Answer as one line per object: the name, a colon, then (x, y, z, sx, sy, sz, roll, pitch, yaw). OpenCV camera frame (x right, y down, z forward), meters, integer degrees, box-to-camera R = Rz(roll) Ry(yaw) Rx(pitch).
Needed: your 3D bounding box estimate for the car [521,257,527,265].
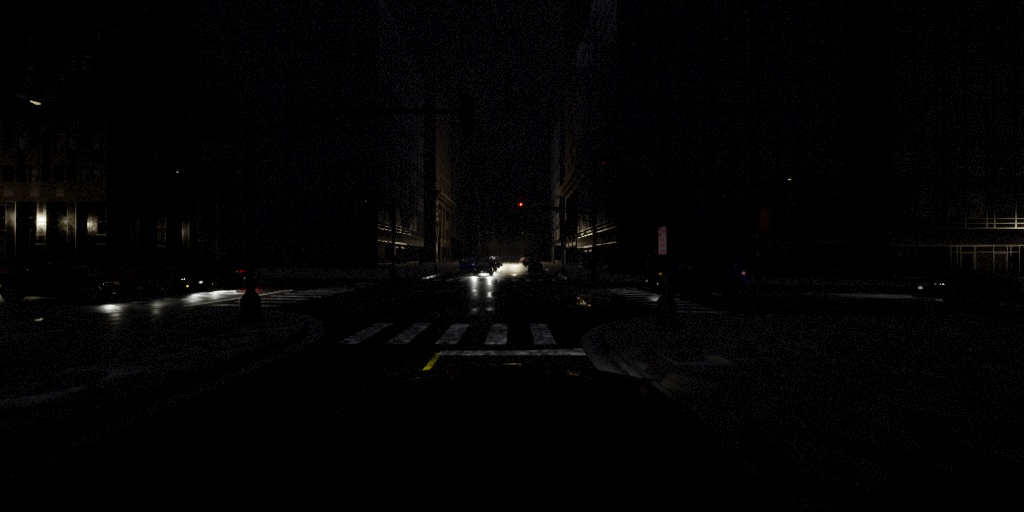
car: (2.988, 1.270, 62.013, 1.802, 1.307, 4.207, 0, 0, 0)

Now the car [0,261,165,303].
car: (-17.610, 0.994, 14.538, 5.008, 1.535, 1.882, 1, 0, 0)

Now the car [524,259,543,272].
car: (2.880, 1.283, 45.065, 1.948, 1.339, 4.313, 0, 0, 0)

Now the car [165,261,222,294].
car: (-17.419, 1.094, 17.786, 4.181, 1.385, 1.994, 1, 0, 0)

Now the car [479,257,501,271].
car: (-2.875, 1.207, 46.321, 2.128, 1.511, 4.902, 0, 0, 0)

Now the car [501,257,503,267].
car: (-2.796, 1.225, 56.221, 1.812, 1.442, 4.674, 0, 0, 0)

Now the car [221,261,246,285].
car: (-18.241, 1.037, 21.242, 4.892, 1.490, 1.837, 1, 0, 0)

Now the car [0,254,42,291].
car: (-27.029, 0.760, 17.843, 4.553, 1.767, 2.097, 1, 0, 0)

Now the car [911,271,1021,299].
car: (26.400, 1.616, 20.985, 4.902, 1.511, 2.128, 1, 0, 1)

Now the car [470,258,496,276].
car: (-2.930, 1.252, 37.204, 1.812, 1.442, 4.674, 0, 0, 0)

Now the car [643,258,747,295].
car: (10.645, 1.136, 21.018, 5.566, 2.045, 2.150, 1, 0, -2)

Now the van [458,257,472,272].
van: (-5.646, 1.058, 45.118, 1.690, 1.789, 3.998, 0, 0, 0)
